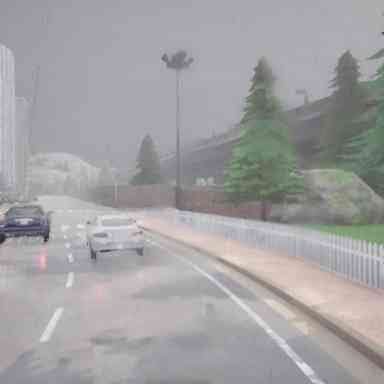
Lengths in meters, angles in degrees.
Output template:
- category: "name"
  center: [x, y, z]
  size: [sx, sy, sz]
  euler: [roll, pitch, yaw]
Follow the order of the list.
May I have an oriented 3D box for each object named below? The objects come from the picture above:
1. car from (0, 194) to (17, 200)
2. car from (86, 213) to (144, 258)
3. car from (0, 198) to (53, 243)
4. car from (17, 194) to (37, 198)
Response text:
- category: "car"
  center: [-34.240, 1.377, 61.300]
  size: [2.150, 2.045, 5.566]
  euler: [0, 0, -22]
- category: "car"
  center: [-3.053, 1.534, 12.886]
  size: [1.812, 1.442, 4.674]
  euler: [0, 0, -19]
- category: "car"
  center: [-8.229, 1.389, 16.768]
  size: [2.097, 1.767, 4.553]
  euler: [0, 0, -21]
- category: "car"
  center: [-31.024, 1.488, 62.684]
  size: [2.097, 1.767, 4.553]
  euler: [0, 0, -22]
